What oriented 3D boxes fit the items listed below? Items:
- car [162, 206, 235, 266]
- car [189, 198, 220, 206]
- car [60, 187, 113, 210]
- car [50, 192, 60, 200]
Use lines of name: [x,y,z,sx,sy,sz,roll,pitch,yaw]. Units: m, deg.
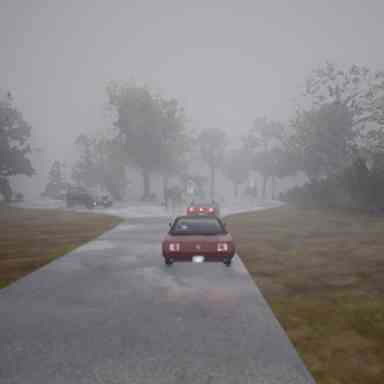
car: [0.181,1.360,10.583,1.895,1.301,4.718,0,1,0]
car: [0.898,1.082,23.000,1.895,1.301,4.718,0,1,8]
car: [-9.761,0.518,31.333,5.566,2.045,2.150,1,1,41]
car: [-18.660,0.430,49.835,2.033,1.411,5.357,0,1,21]
